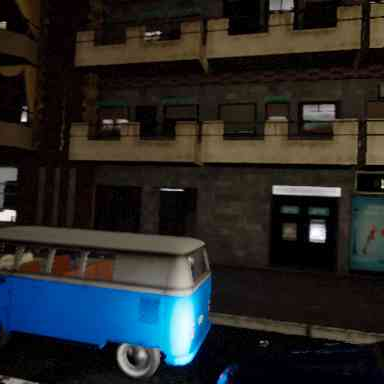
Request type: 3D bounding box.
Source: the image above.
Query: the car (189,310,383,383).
[{"bbox_3d":[2.458,1.763,2.337,4.674,1.442,1.812,2,-2,14],"label":"car"}]

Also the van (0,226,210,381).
[{"bbox_3d":[-1.661,1.505,5.240,3.998,1.788,1.690,2,-2,14],"label":"van"}]
